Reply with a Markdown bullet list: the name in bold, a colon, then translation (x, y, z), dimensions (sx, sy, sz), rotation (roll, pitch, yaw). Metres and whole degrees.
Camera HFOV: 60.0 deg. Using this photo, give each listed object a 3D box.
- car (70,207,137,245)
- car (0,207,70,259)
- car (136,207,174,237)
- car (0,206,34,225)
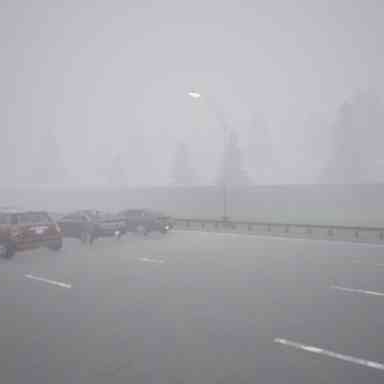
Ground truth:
- **car**: translation (-5.310, 1.632, 16.280), dimensions (4.902, 1.511, 2.128), rotation (-1, 0, 36)
- **car**: translation (-7.279, 1.489, 13.386), dimensions (4.553, 1.767, 2.097), rotation (-1, -1, 36)
- **car**: translation (-3.280, 1.647, 19.131), dimensions (4.892, 1.490, 1.837), rotation (0, 0, 36)
- **car**: translation (-15.294, 1.890, 27.684), dimensions (4.718, 1.301, 1.895), rotation (-1, 0, 36)
